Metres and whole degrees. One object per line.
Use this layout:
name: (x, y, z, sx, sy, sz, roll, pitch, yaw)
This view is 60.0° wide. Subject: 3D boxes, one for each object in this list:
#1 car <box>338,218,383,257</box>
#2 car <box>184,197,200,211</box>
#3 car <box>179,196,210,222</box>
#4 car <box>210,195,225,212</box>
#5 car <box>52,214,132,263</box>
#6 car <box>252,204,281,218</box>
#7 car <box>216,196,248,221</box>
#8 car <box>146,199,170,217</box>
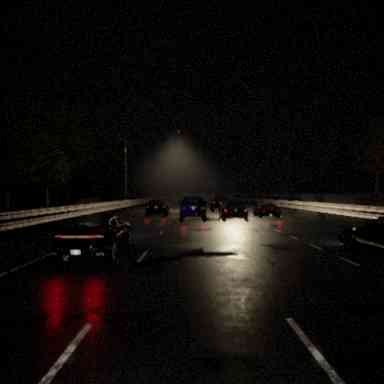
car: (7.084, 1.607, 11.585, 2.033, 1.411, 5.357, 0, 0, 0)
car: (0.006, 1.591, 44.416, 2.097, 1.767, 4.553, 0, 0, 0)
car: (0.072, 1.367, 28.161, 2.150, 2.045, 5.566, 0, -1, -1)
car: (3.505, 1.459, 43.619, 2.150, 2.045, 5.566, 0, 0, 1)
car: (-3.416, 1.555, 12.182, 2.128, 1.511, 4.902, 0, 0, 0)
car: (7.003, 1.767, 31.650, 1.895, 1.301, 4.718, 0, 0, 1)
car: (3.475, 1.501, 28.456, 2.097, 1.767, 4.553, 0, 0, 0)
car: (-3.442, 1.531, 34.088, 2.097, 1.767, 4.553, 0, 0, 0)
